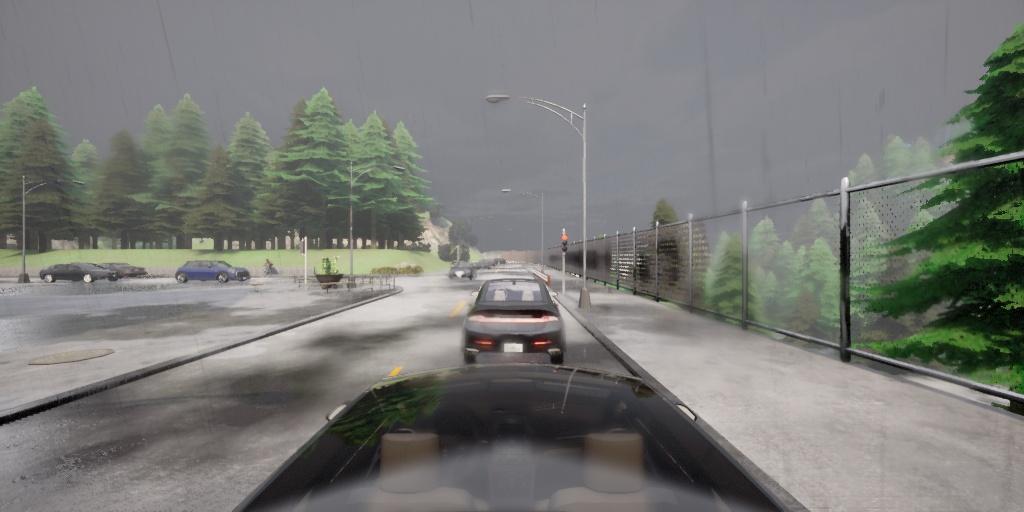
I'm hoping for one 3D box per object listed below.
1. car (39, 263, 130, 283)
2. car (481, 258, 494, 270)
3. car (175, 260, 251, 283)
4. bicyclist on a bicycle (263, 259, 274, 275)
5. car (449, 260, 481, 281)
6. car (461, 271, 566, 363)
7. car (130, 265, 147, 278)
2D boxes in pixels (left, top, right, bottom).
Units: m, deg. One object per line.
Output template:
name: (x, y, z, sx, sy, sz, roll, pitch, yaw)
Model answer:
car: (-32.588, 1.255, 27.182, 4.892, 1.490, 1.837, 0, 0, 0)
car: (-4.093, 1.255, 52.511, 1.837, 1.490, 4.892, 0, 0, 0)
car: (-22.531, 1.102, 27.173, 4.553, 1.767, 2.097, 0, 0, 0)
bicyclist on a bicycle: (-24.155, 1.099, 35.572, 0.582, 1.620, 1.656, 0, 0, 0)
car: (-4.099, 1.241, 30.434, 2.128, 1.511, 4.902, 0, 0, 0)
car: (0.047, 1.241, 8.092, 2.128, 1.511, 4.902, 0, 0, 1)
car: (-35.343, 1.297, 31.381, 5.357, 1.411, 2.033, 0, 0, 0)
